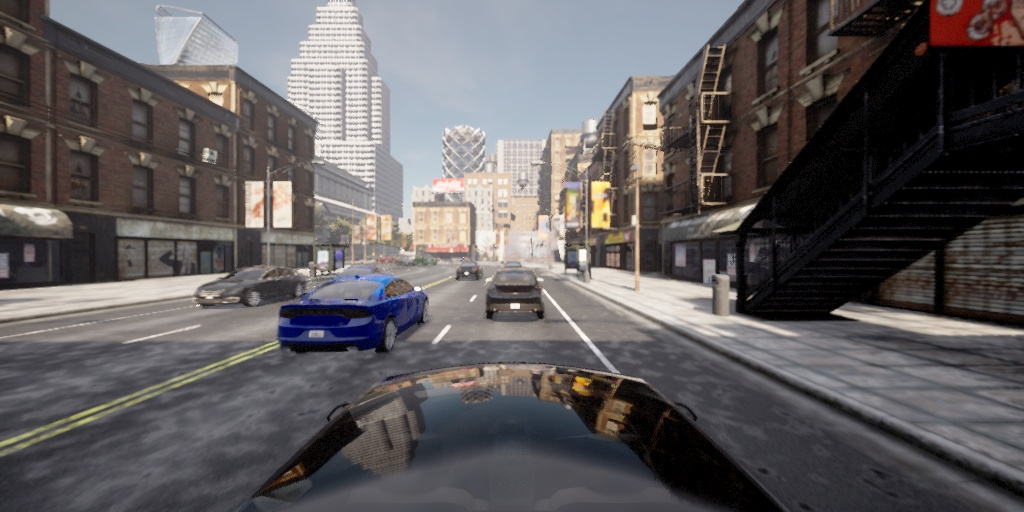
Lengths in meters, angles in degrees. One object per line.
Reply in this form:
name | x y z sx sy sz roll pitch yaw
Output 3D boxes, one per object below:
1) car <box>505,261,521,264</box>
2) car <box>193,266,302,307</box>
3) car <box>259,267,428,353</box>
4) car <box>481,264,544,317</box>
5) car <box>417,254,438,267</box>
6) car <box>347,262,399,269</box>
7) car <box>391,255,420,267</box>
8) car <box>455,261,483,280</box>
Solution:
car | 0.074 1.129 29.291 1.812 1.442 4.674 0 0 0
car | -10.606 1.185 14.985 1.837 1.490 4.892 0 0 0
car | -3.407 1.191 8.721 1.882 1.535 5.008 0 0 0
car | 0.094 1.196 12.811 1.837 1.490 4.892 0 0 0
car | -14.387 0.657 59.874 2.150 2.045 5.566 0 0 -36
car | -7.106 1.195 16.987 1.812 1.442 4.674 0 0 0
car | -17.180 1.001 57.791 2.033 1.411 5.357 0 0 -37
car | -3.412 1.129 29.288 1.812 1.442 4.674 0 0 0
